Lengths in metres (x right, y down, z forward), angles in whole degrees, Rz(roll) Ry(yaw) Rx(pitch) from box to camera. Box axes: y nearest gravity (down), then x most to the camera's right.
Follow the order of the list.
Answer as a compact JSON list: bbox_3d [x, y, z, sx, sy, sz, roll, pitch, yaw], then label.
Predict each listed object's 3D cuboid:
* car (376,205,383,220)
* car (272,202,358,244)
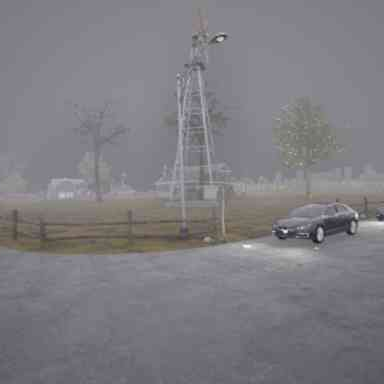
[{"bbox_3d":[13.143,1.007,20.618,4.181,1.385,1.994,-2,0,-39],"label":"car"},{"bbox_3d":[5.423,1.212,14.360,4.892,1.490,1.837,-2,0,-40],"label":"car"}]
